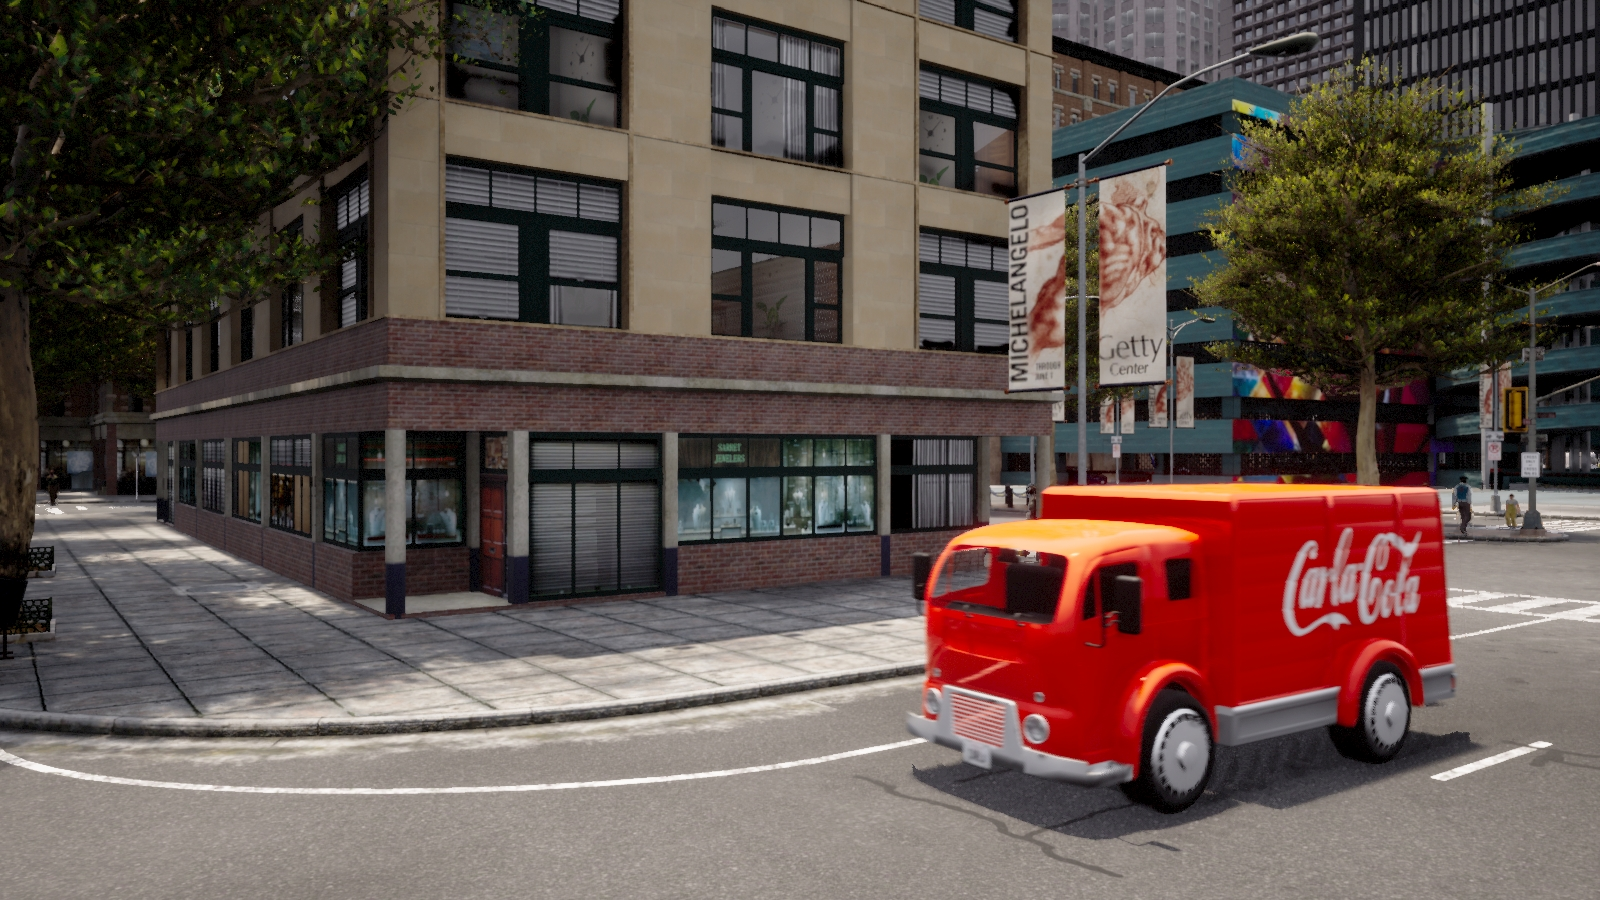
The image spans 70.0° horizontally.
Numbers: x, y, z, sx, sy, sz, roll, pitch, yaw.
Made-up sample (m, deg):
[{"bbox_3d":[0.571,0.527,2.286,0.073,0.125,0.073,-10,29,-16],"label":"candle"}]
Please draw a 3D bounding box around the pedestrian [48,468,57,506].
[{"bbox_3d":[-36.962,1.848,56.492,0.375,1.860,0.375,0,0,-37],"label":"pedestrian"}]

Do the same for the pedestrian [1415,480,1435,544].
[{"bbox_3d":[18.473,1.834,33.789,0.375,1.860,0.375,0,0,-32],"label":"pedestrian"}]

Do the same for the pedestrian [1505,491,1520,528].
[{"bbox_3d":[25.354,2.111,40.668,0.375,1.300,0.375,0,0,-42],"label":"pedestrian"}]

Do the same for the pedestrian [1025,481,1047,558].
[{"bbox_3d":[5.766,1.688,27.934,0.375,1.860,0.375,0,0,-35],"label":"pedestrian"}]

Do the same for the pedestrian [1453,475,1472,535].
[{"bbox_3d":[20.582,1.704,35.506,0.375,1.860,0.375,0,0,-33],"label":"pedestrian"}]

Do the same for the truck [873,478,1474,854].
[{"bbox_3d":[3.529,1.563,10.484,5.204,2.467,2.627,0,0,-35],"label":"truck"}]
